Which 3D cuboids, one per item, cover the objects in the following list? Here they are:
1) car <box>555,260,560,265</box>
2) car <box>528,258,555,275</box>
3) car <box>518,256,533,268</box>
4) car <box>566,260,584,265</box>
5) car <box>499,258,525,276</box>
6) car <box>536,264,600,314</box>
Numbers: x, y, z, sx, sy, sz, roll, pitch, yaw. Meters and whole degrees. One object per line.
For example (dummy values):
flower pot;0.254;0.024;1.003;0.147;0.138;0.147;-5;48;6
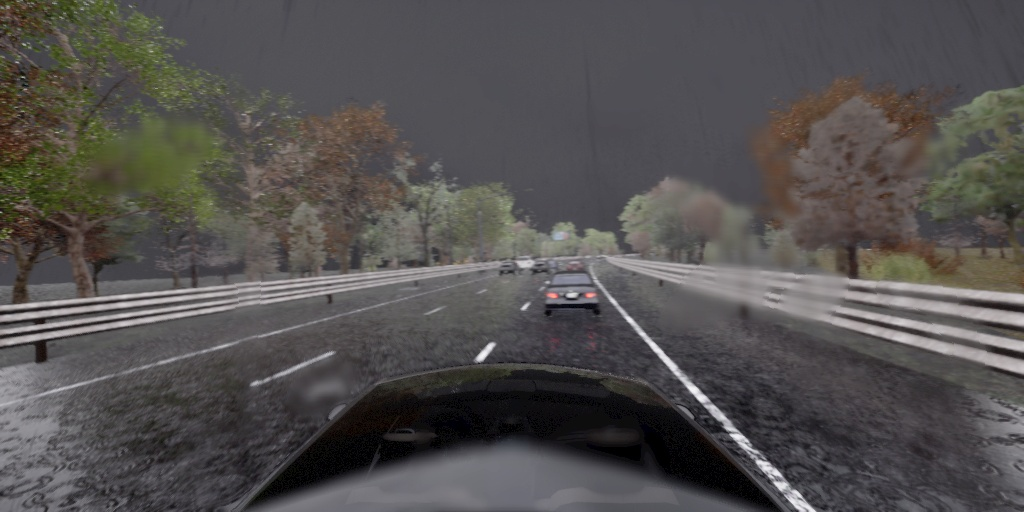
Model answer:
car;5.485;1.216;49.511;2.033;1.411;5.357;-2;0;13
car;3.280;1.228;38.948;1.837;1.490;4.892;-2;0;12
car;2.028;1.031;50.138;2.150;2.045;5.566;-2;0;12
car;6.816;1.107;38.776;1.812;1.442;4.674;-2;0;12
car;-0.153;1.367;39.611;1.837;1.490;4.892;-2;0;12
car;2.223;1.237;13.372;2.033;1.411;5.357;-2;0;10
